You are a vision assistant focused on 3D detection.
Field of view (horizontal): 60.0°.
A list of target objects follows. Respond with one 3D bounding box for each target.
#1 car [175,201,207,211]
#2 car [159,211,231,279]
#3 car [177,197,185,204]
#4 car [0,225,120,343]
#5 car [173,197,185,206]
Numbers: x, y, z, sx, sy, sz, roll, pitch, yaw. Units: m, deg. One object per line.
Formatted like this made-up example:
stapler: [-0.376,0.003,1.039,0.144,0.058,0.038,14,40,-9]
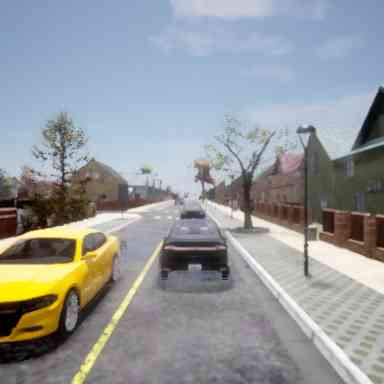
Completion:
car: [0.075,1.681,24.762,2.128,1.511,4.902,0,-1,0]
car: [0.082,1.567,10.247,2.128,1.511,4.902,0,0,0]
car: [-2.773,2.140,85.480,2.097,1.767,4.553,0,-1,0]
car: [-2.850,1.528,6.963,1.882,1.535,5.008,0,0,0]
car: [-2.770,2.148,69.911,1.812,1.442,4.674,0,-1,0]
